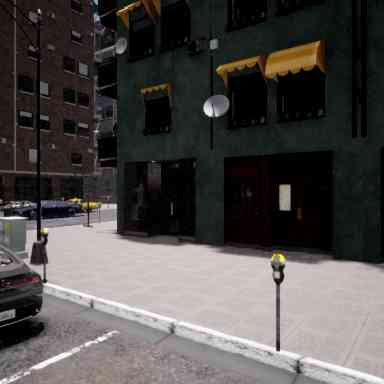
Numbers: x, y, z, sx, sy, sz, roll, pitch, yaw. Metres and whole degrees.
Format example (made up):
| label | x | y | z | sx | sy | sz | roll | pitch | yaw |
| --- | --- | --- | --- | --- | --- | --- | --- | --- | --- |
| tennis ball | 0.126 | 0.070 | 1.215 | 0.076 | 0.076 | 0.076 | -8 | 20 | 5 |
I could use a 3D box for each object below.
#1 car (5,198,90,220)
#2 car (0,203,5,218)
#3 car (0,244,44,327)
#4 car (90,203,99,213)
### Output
| label | x | y | z | sx | sy | sz | roll | pitch | yaw |
| --- | --- | --- | --- | --- | --- | --- | --- | --- | --- |
| car | -11.020 | 1.327 | 25.778 | 2.033 | 1.411 | 5.357 | 0 | 1 | 39 |
| car | -13.974 | 1.350 | 26.105 | 2.008 | 1.369 | 4.403 | 1 | 1 | 35 |
| car | -4.458 | 1.551 | 6.072 | 4.403 | 1.369 | 2.008 | 0 | 0 | 36 |
| car | -10.874 | 1.250 | 30.522 | 1.752 | 1.417 | 4.829 | 1 | 1 | 35 |
